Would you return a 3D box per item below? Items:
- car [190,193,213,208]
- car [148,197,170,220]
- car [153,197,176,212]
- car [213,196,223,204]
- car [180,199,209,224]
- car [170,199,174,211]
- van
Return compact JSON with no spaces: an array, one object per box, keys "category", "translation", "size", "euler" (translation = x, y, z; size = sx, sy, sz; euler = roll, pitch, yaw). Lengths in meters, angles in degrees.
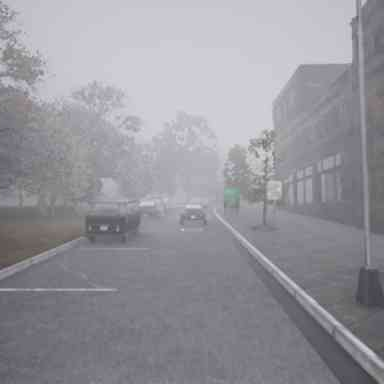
[{"category":"car","translation":[1.027,1.094,42.651],"size":[2.150,2.045,5.566],"euler":[-1,0,8]},{"category":"car","translation":[-3.416,1.465,27.478],"size":[2.231,1.521,4.892],"euler":[0,0,2]},{"category":"car","translation":[-3.178,1.417,38.889],"size":[2.097,1.535,5.008],"euler":[0,0,2]},{"category":"car","translation":[3.385,1.507,60.441],"size":[2.231,1.521,4.892],"euler":[-2,-1,29]},{"category":"car","translation":[0.089,1.507,24.622],"size":[1.812,1.442,4.674],"euler":[0,0,0]},{"category":"car","translation":[-3.417,1.313,33.186],"size":[2.185,1.767,4.553],"euler":[-1,1,2]},{"category":"van","translation":[-3.634,1.261,16.224],"size":[1.878,1.987,4.442],"euler":[1,0,2]}]
